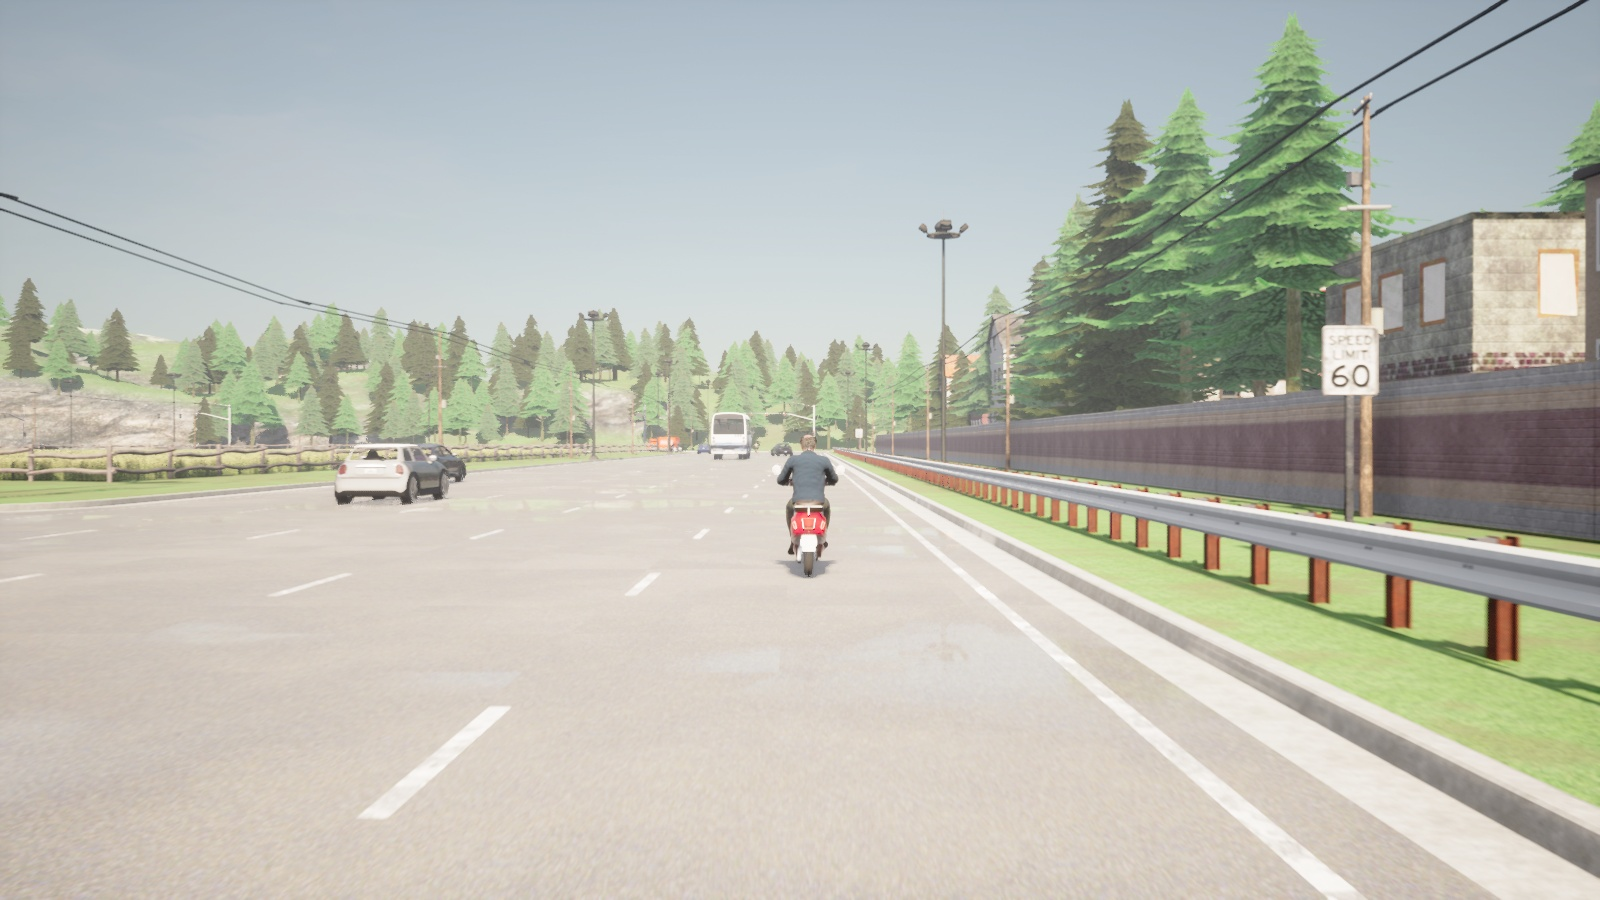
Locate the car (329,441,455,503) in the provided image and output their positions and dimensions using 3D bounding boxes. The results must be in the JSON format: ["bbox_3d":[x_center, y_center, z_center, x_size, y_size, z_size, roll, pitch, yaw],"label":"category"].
[{"bbox_3d":[-10.302,0.523,32.017,1.970,1.475,3.806,0,0,0],"label":"car"}]

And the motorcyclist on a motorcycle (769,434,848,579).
[{"bbox_3d":[0.099,0.617,14.641,0.866,1.590,1.817,0,0,0],"label":"motorcyclist on a motorcycle"}]

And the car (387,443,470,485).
[{"bbox_3d":[-13.719,0.486,46.611,1.816,1.474,4.193,0,0,0],"label":"car"}]
